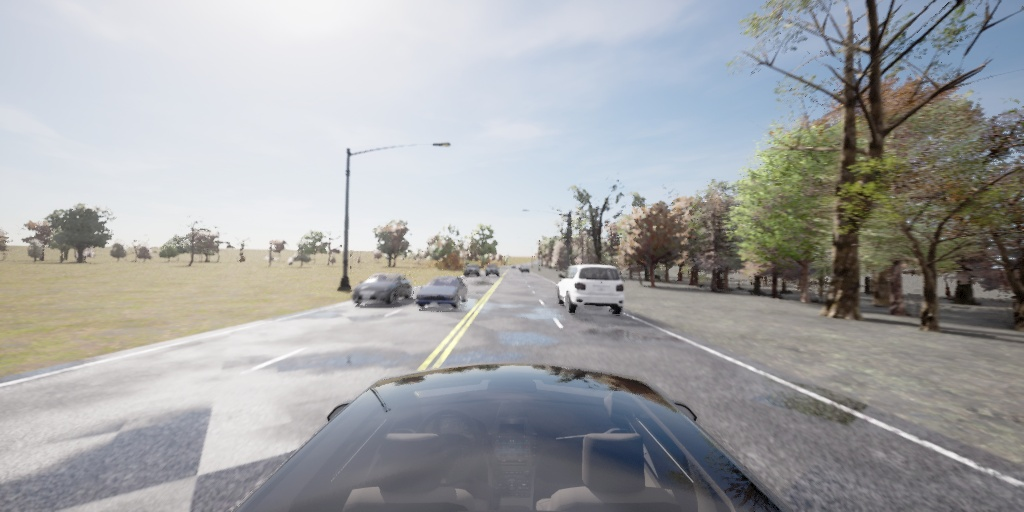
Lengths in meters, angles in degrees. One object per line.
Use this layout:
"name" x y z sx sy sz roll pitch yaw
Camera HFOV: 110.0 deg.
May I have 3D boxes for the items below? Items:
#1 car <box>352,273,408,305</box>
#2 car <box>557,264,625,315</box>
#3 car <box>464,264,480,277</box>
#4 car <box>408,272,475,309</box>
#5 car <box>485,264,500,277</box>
"car" -6.575 1.646 18.680 2.128 1.511 4.902 1 -1 0
"car" 3.409 1.426 16.373 2.150 2.045 5.566 2 -2 0
"car" -6.472 2.343 59.333 2.150 2.045 5.566 1 -1 1
"car" -3.328 1.735 18.066 2.033 1.411 5.357 1 -1 0
"car" -3.222 2.391 59.331 2.150 2.045 5.566 1 -1 1
